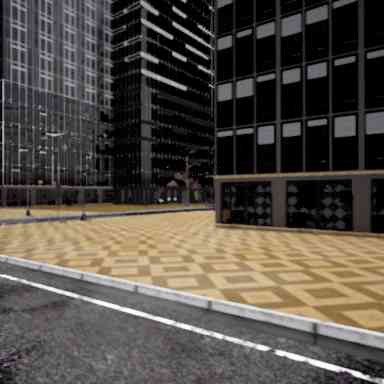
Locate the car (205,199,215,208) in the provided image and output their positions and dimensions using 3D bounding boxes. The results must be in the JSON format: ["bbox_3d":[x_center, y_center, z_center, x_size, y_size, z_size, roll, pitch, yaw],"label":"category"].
[{"bbox_3d":[4.181,2.003,56.531,2.128,1.511,4.902,0,0,37],"label":"car"}]
